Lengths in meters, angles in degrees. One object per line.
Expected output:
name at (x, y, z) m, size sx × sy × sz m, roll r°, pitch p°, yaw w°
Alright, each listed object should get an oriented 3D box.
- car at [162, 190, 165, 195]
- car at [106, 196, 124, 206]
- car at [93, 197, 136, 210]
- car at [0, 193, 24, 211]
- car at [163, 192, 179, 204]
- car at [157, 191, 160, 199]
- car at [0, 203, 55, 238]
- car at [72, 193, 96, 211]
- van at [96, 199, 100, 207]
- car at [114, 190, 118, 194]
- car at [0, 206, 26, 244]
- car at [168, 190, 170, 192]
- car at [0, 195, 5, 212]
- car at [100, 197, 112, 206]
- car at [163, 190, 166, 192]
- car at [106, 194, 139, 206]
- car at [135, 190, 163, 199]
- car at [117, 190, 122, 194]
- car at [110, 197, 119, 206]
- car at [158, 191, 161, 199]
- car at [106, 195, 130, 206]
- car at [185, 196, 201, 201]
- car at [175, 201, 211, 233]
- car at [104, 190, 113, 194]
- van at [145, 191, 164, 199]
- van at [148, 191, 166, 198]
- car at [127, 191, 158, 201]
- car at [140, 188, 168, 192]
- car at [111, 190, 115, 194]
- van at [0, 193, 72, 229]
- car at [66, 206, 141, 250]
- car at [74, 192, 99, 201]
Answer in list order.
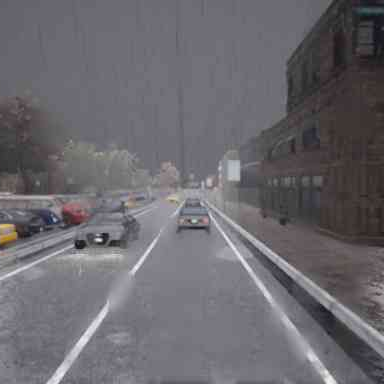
car at (-9.305, 0.962, 74.910) m, size 5.008 × 1.535 × 2.097 m, roll 0°, pitch 0°, yaw 0°
car at (-9.314, 1.419, 32.064) m, size 4.674 × 1.452 × 2.002 m, roll 0°, pitch 0°, yaw 0°
car at (-9.296, 1.381, 40.272) m, size 4.674 × 1.452 × 2.002 m, roll -1°, pitch 0°, yaw 1°
car at (-22.399, 1.102, 37.682) m, size 5.566 × 2.045 × 2.435 m, roll 0°, pitch 0°, yaw 0°
car at (-3.289, 1.179, 56.806) m, size 1.882 × 1.535 × 5.008 m, roll 0°, pitch 0°, yaw 0°
car at (-9.367, 1.058, 66.433) m, size 4.674 × 1.452 × 2.002 m, roll 0°, pitch 0°, yaw 0°
car at (-9.368, 1.457, 15.365) m, size 4.892 × 1.521 × 2.231 m, roll 0°, pitch 0°, yaw 0°
car at (-9.325, 1.179, 20.930) m, size 5.566 × 2.045 × 2.435 m, roll 0°, pitch 0°, yaw 0°
van at (-9.227, 1.192, 23.589) m, size 4.442 × 1.987 × 1.878 m, roll 0°, pitch 0°, yaw 0°
car at (-21.803, 0.937, 83.297) m, size 4.792 × 1.488 × 2.163 m, roll 0°, pitch 0°, yaw 0°
car at (-9.571, 1.465, 12.582) m, size 5.366 × 1.575 × 1.946 m, roll 0°, pitch 0°, yaw 0°
car at (-9.203, 0.863, 91.876) m, size 4.674 × 1.452 × 2.002 m, roll 0°, pitch 1°, yaw 0°
car at (-22.412, 1.241, 34.772) m, size 4.553 × 1.767 × 2.185 m, roll 0°, pitch 0°, yaw 0°
car at (-9.326, 1.406, 26.498) m, size 4.892 × 1.521 × 2.231 m, roll 0°, pitch 0°, yaw 0°
car at (-9.297, 0.944, 77.735) m, size 5.008 × 1.535 × 2.097 m, roll 0°, pitch 0°, yaw 0°
car at (-9.105, 1.350, 37.630) m, size 5.366 × 1.575 × 1.946 m, roll 0°, pitch 0°, yaw 0°
car at (-9.514, 0.978, 72.085) m, size 5.366 × 1.575 × 1.946 m, roll 0°, pitch 0°, yaw 0°
car at (-21.786, 0.638, 86.119) m, size 5.566 × 2.045 × 2.435 m, roll 0°, pitch 0°, yaw 0°
car at (-9.293, 1.421, 29.281) m, size 4.792 × 1.488 × 2.163 m, roll 0°, pitch 0°, yaw 0°
car at (-9.349, 1.040, 69.258) m, size 4.674 × 1.452 × 2.002 m, roll 0°, pitch 0°, yaw 0°
car at (-9.330, 1.395, 34.848) m, size 4.792 × 1.488 × 2.163 m, roll 0°, pitch 0°, yaw 0°
car at (0.112, 1.285, 41.650) m, size 2.128 × 1.511 × 4.902 m, roll 0°, pitch 0°, yaw 0°
car at (0.106, 1.463, 18.830) m, size 2.033 × 1.411 × 5.357 m, roll 0°, pitch 0°, yaw 0°
car at (-21.876, 0.945, 77.775) m, size 4.892 × 1.521 × 2.231 m, roll 0°, pitch 0°, yaw 0°
van at (-9.372, 0.681, 83.385) m, size 4.442 × 1.987 × 1.878 m, roll 0°, pitch 0°, yaw 0°
van at (-9.336, 0.641, 88.915) m, size 4.442 × 1.987 × 1.878 m, roll 0°, pitch 1°, yaw 0°
car at (-9.412, 1.066, 63.606) m, size 4.792 × 1.488 × 2.163 m, roll 0°, pitch 0°, yaw 0°
car at (-9.246, 0.674, 80.559) m, size 5.566 × 2.045 × 2.435 m, roll 0°, pitch 0°, yaw 0°
car at (-21.822, 0.955, 80.473) m, size 4.792 × 1.488 × 2.163 m, roll 0°, pitch 0°, yaw 0°
van at (-9.247, 1.218, 18.147) m, size 4.442 × 1.987 × 1.878 m, roll 0°, pitch 0°, yaw 0°
car at (-3.347, 1.504, 13.833) m, size 1.994 × 1.385 × 4.181 m, roll 0°, pitch 0°, yaw 0°
car at (-21.895, 0.873, 69.303) m, size 4.553 × 1.767 × 2.185 m, roll 0°, pitch 0°, yaw 0°
